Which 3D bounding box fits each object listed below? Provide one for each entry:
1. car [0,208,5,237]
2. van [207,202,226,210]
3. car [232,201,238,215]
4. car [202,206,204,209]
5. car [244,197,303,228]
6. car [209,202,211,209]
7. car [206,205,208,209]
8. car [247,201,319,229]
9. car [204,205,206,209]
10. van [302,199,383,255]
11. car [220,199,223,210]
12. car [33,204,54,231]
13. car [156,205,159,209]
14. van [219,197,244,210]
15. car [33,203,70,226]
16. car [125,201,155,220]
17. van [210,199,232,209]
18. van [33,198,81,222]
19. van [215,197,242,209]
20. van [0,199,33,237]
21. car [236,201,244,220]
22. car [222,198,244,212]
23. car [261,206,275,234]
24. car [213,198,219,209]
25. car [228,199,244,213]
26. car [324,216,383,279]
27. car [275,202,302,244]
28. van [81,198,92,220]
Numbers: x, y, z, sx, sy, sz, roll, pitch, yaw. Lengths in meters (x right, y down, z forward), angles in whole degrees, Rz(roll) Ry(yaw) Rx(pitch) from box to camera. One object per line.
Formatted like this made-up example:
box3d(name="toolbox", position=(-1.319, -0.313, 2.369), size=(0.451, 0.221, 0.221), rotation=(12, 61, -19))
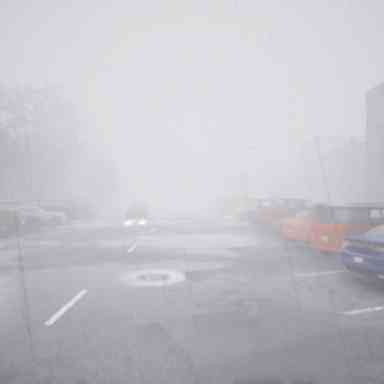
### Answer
box3d(name="car", position=(-11.390, 1.646, 14.958), size=(4.674, 1.452, 2.002), rotation=(-1, 0, -20))
box3d(name="van", position=(6.217, 3.658, 85.243), size=(4.442, 1.987, 1.878), rotation=(3, -5, -21))
box3d(name="car", position=(6.390, 1.786, 29.552), size=(4.792, 1.488, 2.163), rotation=(1, 0, -20))
box3d(name="car", position=(5.949, 4.512, 93.955), size=(4.553, 1.767, 2.185), rotation=(3, -6, -21))
box3d(name="car", position=(6.450, 1.412, 20.774), size=(5.566, 2.045, 2.435), rotation=(1, -1, -20))
box3d(name="car", position=(6.351, 2.322, 61.802), size=(4.892, 1.521, 2.231), rotation=(2, -3, -20))
box3d(name="car", position=(6.281, 2.771, 70.566), size=(5.008, 1.535, 2.097), rotation=(2, -4, -20))
box3d(name="car", position=(6.456, 1.567, 23.696), size=(4.553, 1.767, 2.185), rotation=(1, 0, -20))
box3d(name="car", position=(6.148, 3.676, 82.253), size=(4.674, 1.452, 2.002), rotation=(3, -5, -21))
box3d(name="van", position=(6.530, 1.356, 12.005), size=(4.442, 1.987, 1.878), rotation=(1, -1, -20))
box3d(name="car", position=(6.449, 1.924, 41.300), size=(4.792, 1.488, 2.163), rotation=(1, -1, -20))
box3d(name="car", position=(-11.395, 1.704, 20.852), size=(4.674, 1.452, 2.002), rotation=(-1, -1, -20))
box3d(name="car", position=(-11.643, 3.358, 81.529), size=(5.566, 2.045, 2.435), rotation=(1, -5, -21))
box3d(name="van", position=(6.313, 1.701, 44.180), size=(4.442, 1.987, 1.878), rotation=(1, 0, -20))
box3d(name="car", position=(-11.397, 1.734, 23.797), size=(4.674, 1.452, 2.002), rotation=(-1, -1, -20))
box3d(name="car", position=(-5.041, 1.857, 31.396), size=(1.994, 1.385, 4.181), rotation=(0, -1, 0))
box3d(name="van", position=(6.357, 2.741, 73.547), size=(4.442, 1.987, 1.878), rotation=(2, -5, -20))
box3d(name="van", position=(-11.502, 1.502, 26.696), size=(4.442, 1.987, 1.878), rotation=(-1, 0, -20))
box3d(name="van", position=(6.473, 1.987, 58.929), size=(4.442, 1.987, 1.878), rotation=(2, -3, -20))
box3d(name="van", position=(-11.289, 1.408, 17.953), size=(4.442, 1.987, 1.878), rotation=(-1, -1, -20))
box3d(name="car", position=(6.414, 1.725, 26.625), size=(4.892, 1.521, 2.231), rotation=(1, -1, -20))
box3d(name="car", position=(6.599, 1.859, 38.417), size=(5.366, 1.575, 1.946), rotation=(1, -1, -20))
box3d(name="car", position=(6.422, 1.674, 17.822), size=(4.674, 1.452, 2.002), rotation=(1, 0, -20))
box3d(name="car", position=(6.239, 1.957, 47.092), size=(5.366, 1.575, 1.946), rotation=(1, -1, -20))
box3d(name="car", position=(6.597, 1.790, 32.557), size=(5.366, 1.575, 1.946), rotation=(1, -1, -20))
box3d(name="car", position=(6.412, 1.555, 9.026), size=(5.008, 1.535, 2.097), rotation=(1, -1, -20))
box3d(name="car", position=(6.392, 1.479, 14.886), size=(4.553, 1.767, 2.185), rotation=(1, -1, -20))
box3d(name="van", position=(-11.285, 1.533, 29.729), size=(4.442, 1.987, 1.878), rotation=(-1, -1, -20))
